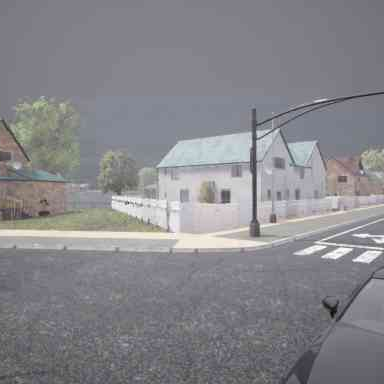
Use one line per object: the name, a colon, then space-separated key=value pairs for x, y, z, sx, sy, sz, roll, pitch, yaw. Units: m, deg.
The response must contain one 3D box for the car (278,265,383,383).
car: x=2.517 y=1.524 z=3.390 sx=1.812 sy=1.442 sz=4.674 roll=0 pitch=0 yaw=42
